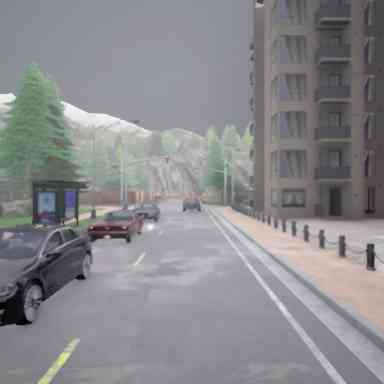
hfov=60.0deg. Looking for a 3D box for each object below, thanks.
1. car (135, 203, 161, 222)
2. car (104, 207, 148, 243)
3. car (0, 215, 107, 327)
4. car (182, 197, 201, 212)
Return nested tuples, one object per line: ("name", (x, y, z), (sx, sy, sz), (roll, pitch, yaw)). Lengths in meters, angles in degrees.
("car", (-3.567, 1.578, 26.414), (1.994, 1.385, 4.181), (0, 0, 0))
("car", (-3.587, 1.609, 16.391), (1.895, 1.301, 4.718), (0, 0, 0))
("car", (-3.591, 1.495, 7.161), (2.128, 1.511, 4.902), (0, 0, 0))
("car", (-0.096, 1.373, 40.244), (2.097, 1.767, 4.553), (0, 0, -2))
